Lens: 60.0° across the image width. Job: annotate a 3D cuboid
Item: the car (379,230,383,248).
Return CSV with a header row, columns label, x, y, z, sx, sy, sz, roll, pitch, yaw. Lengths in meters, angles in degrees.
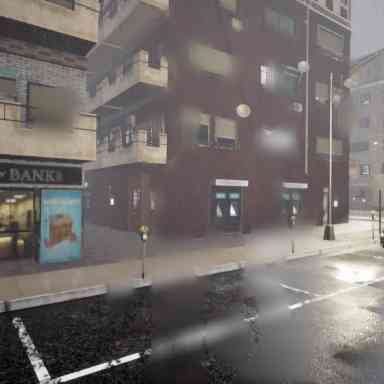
label,x,y,z,sx,sy,sz,roll,pitch,yaw
car,9.116,1.554,13.164,4.403,1.369,2.008,0,1,-35
